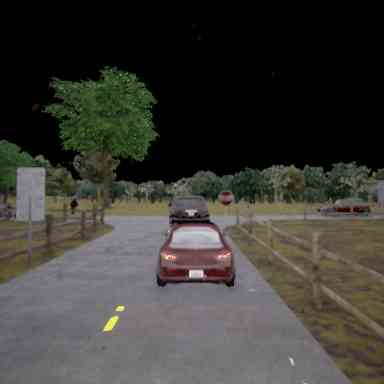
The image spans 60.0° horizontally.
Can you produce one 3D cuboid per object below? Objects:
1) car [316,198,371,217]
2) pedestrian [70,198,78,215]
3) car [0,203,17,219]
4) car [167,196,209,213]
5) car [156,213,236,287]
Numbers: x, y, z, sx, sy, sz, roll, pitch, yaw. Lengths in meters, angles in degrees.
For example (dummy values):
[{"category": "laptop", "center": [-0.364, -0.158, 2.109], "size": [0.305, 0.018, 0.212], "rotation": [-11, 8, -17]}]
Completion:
[{"category": "car", "center": [14.034, 1.368, 31.103], "size": [4.553, 1.767, 2.097], "rotation": [0, -2, 1]}, {"category": "pedestrian", "center": [-12.146, 1.450, 34.162], "size": [0.375, 1.860, 0.375], "rotation": [0, -1, 0]}, {"category": "car", "center": [-16.416, 1.595, 28.175], "size": [4.181, 1.385, 1.994], "rotation": [0, -2, 0]}, {"category": "car", "center": [-0.262, 1.249, 19.942], "size": [2.150, 2.045, 5.566], "rotation": [0, 0, -5]}, {"category": "car", "center": [0.091, 1.528, 9.176], "size": [1.812, 1.442, 4.674], "rotation": [0, 0, 0]}]
